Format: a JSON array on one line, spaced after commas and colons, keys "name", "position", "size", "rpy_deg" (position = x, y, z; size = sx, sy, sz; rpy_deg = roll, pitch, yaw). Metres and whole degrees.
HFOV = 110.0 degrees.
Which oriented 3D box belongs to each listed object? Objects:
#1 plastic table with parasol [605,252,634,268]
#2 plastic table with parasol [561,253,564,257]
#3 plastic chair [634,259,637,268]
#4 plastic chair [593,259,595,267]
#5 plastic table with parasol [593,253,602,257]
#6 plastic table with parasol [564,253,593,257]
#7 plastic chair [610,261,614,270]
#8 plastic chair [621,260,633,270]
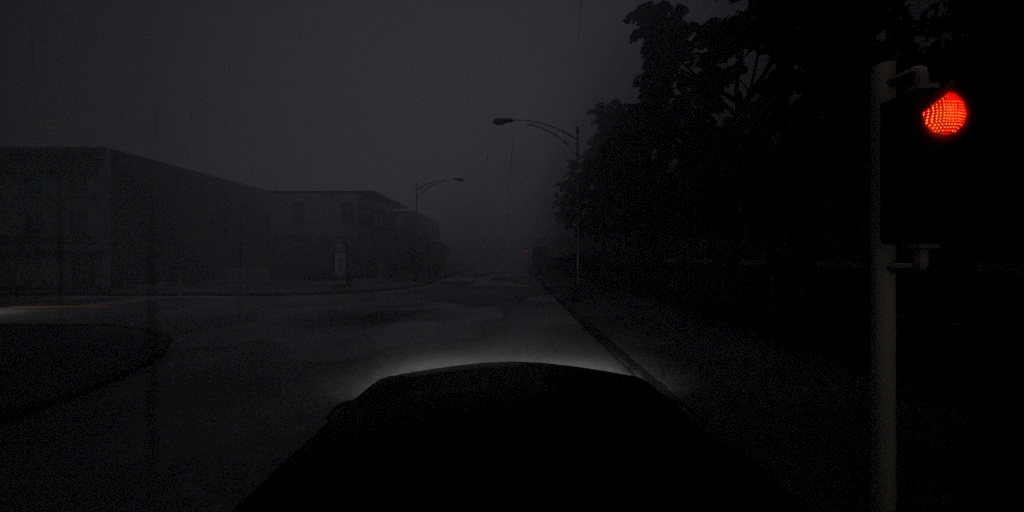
[{"name": "plastic table with parasol", "position": [15.306, 0.694, 51.217], "size": [2.482, 2.480, 2.482], "rpy_deg": [0, 0, -40]}, {"name": "plastic table with parasol", "position": [10.700, 0.705, 62.399], "size": [2.482, 2.480, 2.482], "rpy_deg": [0, 0, -40]}, {"name": "plastic chair", "position": [18.661, 1.161, 54.665], "size": [0.750, 1.272, 0.730], "rpy_deg": [0, 0, -39]}, {"name": "plastic chair", "position": [13.734, 1.304, 58.543], "size": [0.730, 1.272, 0.750], "rpy_deg": [0, 0, -35]}, {"name": "plastic table with parasol", "position": [14.686, 0.673, 59.431], "size": [2.482, 2.480, 2.482], "rpy_deg": [0, 0, -42]}, {"name": "plastic table with parasol", "position": [9.987, 0.684, 53.957], "size": [2.482, 2.480, 2.482], "rpy_deg": [0, 0, -40]}, {"name": "plastic chair", "position": [14.332, 1.306, 50.316], "size": [0.730, 1.272, 0.750], "rpy_deg": [0, 0, -35]}, {"name": "plastic chair", "position": [16.038, 1.296, 50.218], "size": [0.750, 1.272, 0.730], "rpy_deg": [0, 0, -40]}]
